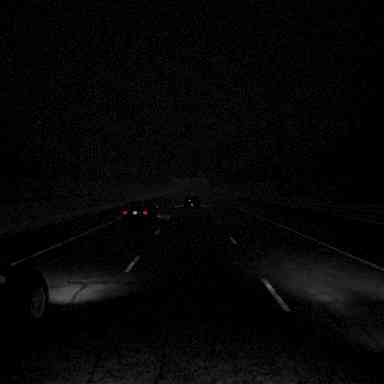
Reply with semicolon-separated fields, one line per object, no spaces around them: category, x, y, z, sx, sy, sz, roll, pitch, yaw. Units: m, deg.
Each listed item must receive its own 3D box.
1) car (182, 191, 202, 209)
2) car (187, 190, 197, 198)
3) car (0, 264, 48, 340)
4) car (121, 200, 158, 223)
car;-0.009;1.030;37.270;1.837;1.490;4.892;0;1;0
car;-0.016;0.402;72.117;2.097;1.767;4.553;0;1;0
car;-3.401;1.473;3.854;1.812;1.442;4.674;0;1;0
car;-3.405;1.261;22.366;2.033;1.411;5.357;0;1;0
